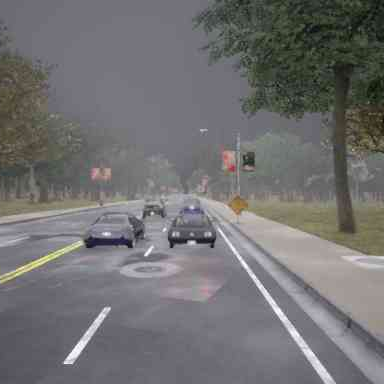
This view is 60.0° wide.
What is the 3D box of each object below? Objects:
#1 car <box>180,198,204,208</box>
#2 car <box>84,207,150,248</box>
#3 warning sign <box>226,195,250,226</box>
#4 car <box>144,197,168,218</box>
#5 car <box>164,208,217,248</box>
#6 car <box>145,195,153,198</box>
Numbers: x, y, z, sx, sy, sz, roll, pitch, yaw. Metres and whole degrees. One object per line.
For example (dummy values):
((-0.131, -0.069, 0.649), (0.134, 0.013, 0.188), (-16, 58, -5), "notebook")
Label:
((0.000, 1.347, 29.621), (2.097, 1.767, 4.553), (0, 0, 0), "car")
((-3.250, 1.566, 14.649), (1.994, 1.385, 4.181), (0, 0, 0), "car")
((2.843, 1.101, 20.656), (1.300, 1.860, 1.060), (0, 0, 0), "warning sign")
((-3.250, 1.498, 29.651), (1.837, 1.490, 4.892), (0, 0, 0), "car")
((0.000, 1.610, 14.680), (1.895, 1.301, 4.718), (0, 0, 0), "car")
((-9.751, 1.583, 76.715), (1.837, 1.490, 4.892), (0, 0, 0), "car")
